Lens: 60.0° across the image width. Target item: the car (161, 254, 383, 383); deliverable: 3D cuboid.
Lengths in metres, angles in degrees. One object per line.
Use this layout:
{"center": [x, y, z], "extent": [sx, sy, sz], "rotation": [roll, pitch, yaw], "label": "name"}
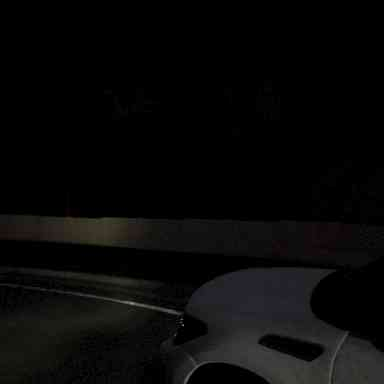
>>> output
{"center": [2.377, 1.228, 2.263], "extent": [5.566, 2.045, 2.150], "rotation": [1, 0, 35], "label": "car"}
